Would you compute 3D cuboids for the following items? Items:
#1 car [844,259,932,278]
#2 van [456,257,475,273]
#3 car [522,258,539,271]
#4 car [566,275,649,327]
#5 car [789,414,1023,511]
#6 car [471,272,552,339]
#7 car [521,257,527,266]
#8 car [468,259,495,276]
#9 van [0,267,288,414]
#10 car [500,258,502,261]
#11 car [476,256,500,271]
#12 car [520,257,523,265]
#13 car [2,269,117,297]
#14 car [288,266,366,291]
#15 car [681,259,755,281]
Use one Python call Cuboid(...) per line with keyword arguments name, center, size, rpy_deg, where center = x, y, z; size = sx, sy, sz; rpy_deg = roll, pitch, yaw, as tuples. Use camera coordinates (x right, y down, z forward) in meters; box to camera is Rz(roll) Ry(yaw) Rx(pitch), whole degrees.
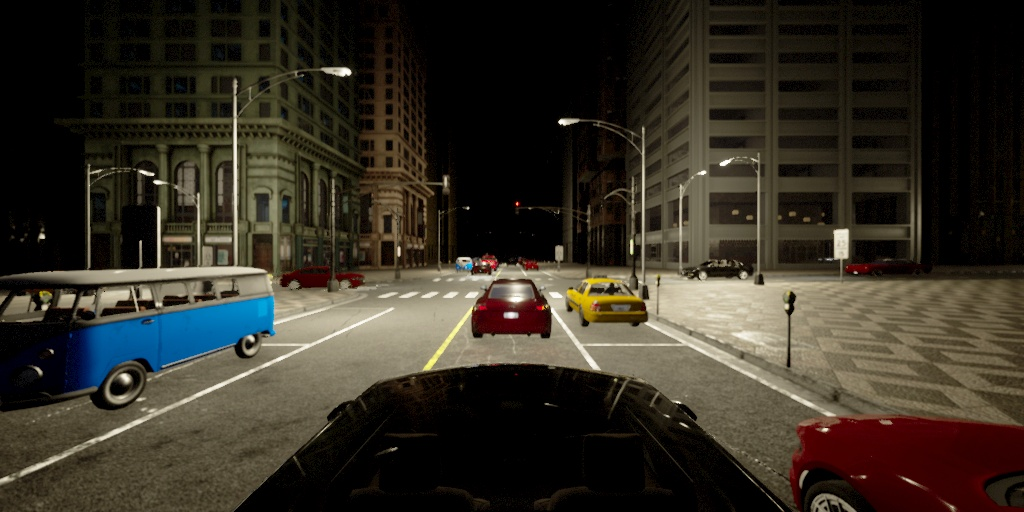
Cuboid(name="car", center=(27.179, 0.866, 26.051), size=(4.718, 1.301, 1.895), rpy_deg=(-1, 0, 0))
Cuboid(name="van", center=(-5.833, 1.105, 43.786), size=(1.690, 1.789, 3.998), rpy_deg=(0, 0, 0))
Cuboid(name="car", center=(2.716, 1.314, 49.304), size=(1.888, 1.381, 4.507), rpy_deg=(0, 0, 0))
Cuboid(name="car", center=(2.757, 1.276, 11.381), size=(1.751, 1.417, 4.829), rpy_deg=(0, 0, 0))
Cuboid(name="car", center=(2.765, 1.295, 0.631), size=(1.888, 1.381, 4.507), rpy_deg=(0, 0, 0))
Cuboid(name="car", center=(0.022, 1.315, 10.148), size=(1.994, 1.385, 4.181), rpy_deg=(0, 0, 1))
Cuboid(name="car", center=(2.707, 1.318, 54.830), size=(1.888, 1.381, 4.507), rpy_deg=(0, 0, 0))
Cuboid(name="car", center=(-3.139, 1.325, 37.892), size=(1.994, 1.385, 4.181), rpy_deg=(0, 0, 1))
Cuboid(name="van", center=(-5.767, 1.091, 5.802), size=(1.690, 1.789, 3.998), rpy_deg=(0, 0, 0))
Cuboid(name="car", center=(-3.154, 1.380, 61.167), size=(1.895, 1.301, 4.718), rpy_deg=(0, 0, 0))
Cuboid(name="car", center=(-3.159, 0.986, 48.279), size=(2.150, 2.045, 5.566), rpy_deg=(0, 0, 0))
Cuboid(name="car", center=(2.698, 1.324, 60.355), size=(1.888, 1.381, 4.507), rpy_deg=(0, 0, 0))
Cuboid(name="car", center=(-28.883, 1.710, 22.985), size=(5.008, 1.535, 1.882), rpy_deg=(-1, 0, 0))
Cuboid(name="car", center=(-12.191, 1.419, 23.308), size=(5.008, 1.535, 1.882), rpy_deg=(-1, 0, -5))
Cuboid(name="car", center=(14.879, 0.975, 26.082), size=(4.892, 1.490, 1.837), rpy_deg=(-1, 0, 0))
